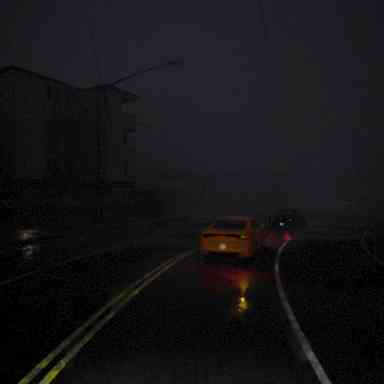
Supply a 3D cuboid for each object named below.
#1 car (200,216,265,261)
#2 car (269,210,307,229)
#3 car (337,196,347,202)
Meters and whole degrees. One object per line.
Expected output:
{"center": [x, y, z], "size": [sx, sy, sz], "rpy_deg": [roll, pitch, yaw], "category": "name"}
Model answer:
{"center": [1.788, 1.696, 13.364], "size": [1.882, 1.535, 5.008], "rpy_deg": [0, -1, 18], "category": "car"}
{"center": [7.468, 2.025, 25.505], "size": [1.895, 1.301, 4.718], "rpy_deg": [0, 0, 30], "category": "car"}
{"center": [36.351, 1.701, 80.312], "size": [1.837, 1.490, 4.892], "rpy_deg": [0, 0, 31], "category": "car"}
